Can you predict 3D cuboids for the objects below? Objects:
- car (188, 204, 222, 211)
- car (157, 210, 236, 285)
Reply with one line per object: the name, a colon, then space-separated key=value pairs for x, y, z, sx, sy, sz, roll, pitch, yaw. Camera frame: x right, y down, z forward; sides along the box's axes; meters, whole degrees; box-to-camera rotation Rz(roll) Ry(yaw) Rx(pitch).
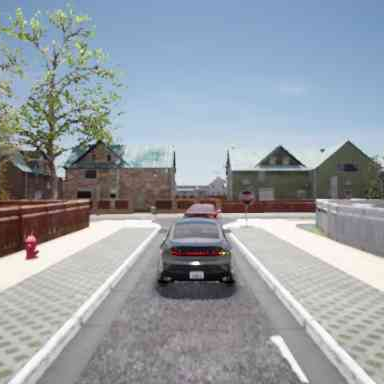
car: x=0.709 y=1.457 z=20.136 sx=1.882 sy=1.535 sz=5.008 roll=0 pitch=0 yaw=8
car: x=0.099 y=1.496 z=9.436 sx=1.837 sy=1.490 sz=4.892 roll=0 pitch=0 yaw=0
